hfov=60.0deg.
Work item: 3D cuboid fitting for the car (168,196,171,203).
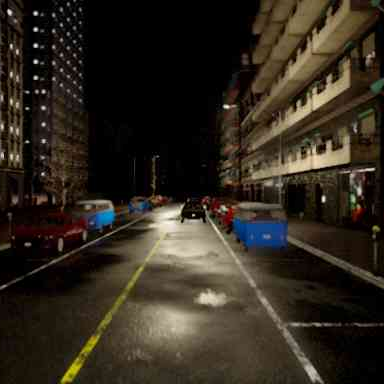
[{"bbox_3d":[-5.689,1.714,63.534,1.887,1.381,4.507,0,0,0],"label":"car"}]

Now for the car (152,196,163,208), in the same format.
[{"bbox_3d":[-5.690,1.669,46.952,2.008,1.369,4.403,0,0,0],"label":"car"}]

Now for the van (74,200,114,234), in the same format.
[{"bbox_3d":[-5.694,1.385,19.314,1.690,1.788,3.998,0,0,0],"label":"van"}]

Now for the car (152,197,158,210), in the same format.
[{"bbox_3d":[-5.691,1.684,41.424,1.802,1.307,4.206,0,0,0],"label":"car"}]

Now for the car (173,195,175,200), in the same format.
[{"bbox_3d":[-5.687,1.664,80.118,1.967,1.590,4.097,0,0,0],"label":"car"}]

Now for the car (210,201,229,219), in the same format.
[{"bbox_3d":[2.688,1.608,24.840,2.008,1.369,4.403,0,0,0],"label":"car"}]

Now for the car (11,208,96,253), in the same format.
[{"bbox_3d":[-5.694,1.576,13.786,1.887,1.381,4.507,0,0,0],"label":"car"}]

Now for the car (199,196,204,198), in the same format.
[{"bbox_3d":[0.105,1.604,45.052,2.128,1.511,4.902,0,0,0],"label":"car"}]

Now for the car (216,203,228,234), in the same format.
[{"bbox_3d":[2.687,1.588,19.312,1.887,1.381,4.507,0,0,0],"label":"car"}]

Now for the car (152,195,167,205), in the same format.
[{"bbox_3d":[-5.691,1.450,52.480,2.192,1.841,5.009,0,0,0],"label":"car"}]

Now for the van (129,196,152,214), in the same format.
[{"bbox_3d":[-5.693,1.428,35.897,1.690,1.788,3.998,0,0,0],"label":"van"}]

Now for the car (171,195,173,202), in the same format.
[{"bbox_3d":[-5.688,1.738,69.062,2.008,1.369,4.403,0,0,0],"label":"car"}]

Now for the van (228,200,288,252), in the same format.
[{"bbox_3d":[2.685,1.372,13.785,1.690,1.788,3.998,0,0,0],"label":"van"}]

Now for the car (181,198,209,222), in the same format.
[{"bbox_3d":[0.103,1.540,26.745,1.882,1.535,5.008,0,0,0],"label":"car"}]

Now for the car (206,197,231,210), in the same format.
[{"bbox_3d":[2.686,1.386,30.368,2.192,1.841,5.009,0,0,0],"label":"car"}]
